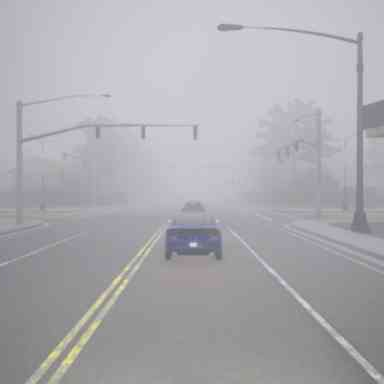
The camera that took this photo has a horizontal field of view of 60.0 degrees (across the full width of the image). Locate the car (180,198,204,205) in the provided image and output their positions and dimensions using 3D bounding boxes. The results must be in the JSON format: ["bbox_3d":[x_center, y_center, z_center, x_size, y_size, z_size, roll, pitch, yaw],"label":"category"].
[{"bbox_3d":[0.142,1.492,29.425,1.994,1.385,4.181,0,0,1],"label":"car"}]

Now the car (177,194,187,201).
[{"bbox_3d":[-2.566,1.357,80.733,1.994,1.385,4.181,0,0,0],"label":"car"}]

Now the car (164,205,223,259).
[{"bbox_3d":[0.057,1.447,12.531,1.882,1.535,5.008,0,0,0],"label":"car"}]
